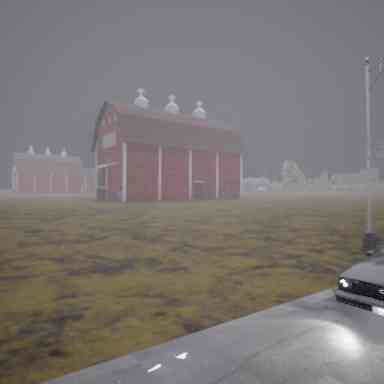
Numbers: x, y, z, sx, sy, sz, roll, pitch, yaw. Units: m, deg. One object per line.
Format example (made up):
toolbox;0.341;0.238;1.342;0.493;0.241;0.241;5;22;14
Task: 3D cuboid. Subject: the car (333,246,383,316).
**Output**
car;5.166;1.501;6.909;5.357;1.411;2.033;-1;0;-37
